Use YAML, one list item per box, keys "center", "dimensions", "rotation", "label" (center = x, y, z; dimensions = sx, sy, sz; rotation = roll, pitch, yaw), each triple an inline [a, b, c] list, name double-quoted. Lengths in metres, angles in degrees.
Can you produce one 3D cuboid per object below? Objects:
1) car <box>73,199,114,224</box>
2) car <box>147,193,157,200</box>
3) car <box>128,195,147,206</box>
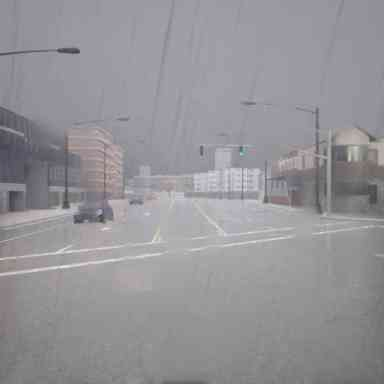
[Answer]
- center: [-7.275, 1.409, 24.945]
  dimensions: [2.097, 1.767, 4.553]
  rotation: [0, 0, -2]
  label: "car"
- center: [-8.997, 0.950, 74.322]
  dimensions: [2.097, 1.767, 4.553]
  rotation: [0, -1, -2]
  label: "car"
- center: [-8.119, 1.258, 49.221]
  dimensions: [1.812, 1.442, 4.674]
  rotation: [0, 1, -2]
  label: "car"
